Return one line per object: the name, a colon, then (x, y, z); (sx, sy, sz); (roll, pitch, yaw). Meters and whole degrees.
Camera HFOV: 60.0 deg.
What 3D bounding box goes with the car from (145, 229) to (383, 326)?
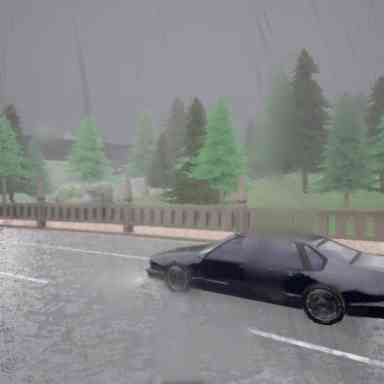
car: (1.557, 1.520, 6.985); (5.357, 1.411, 2.033); (0, 0, 34)
